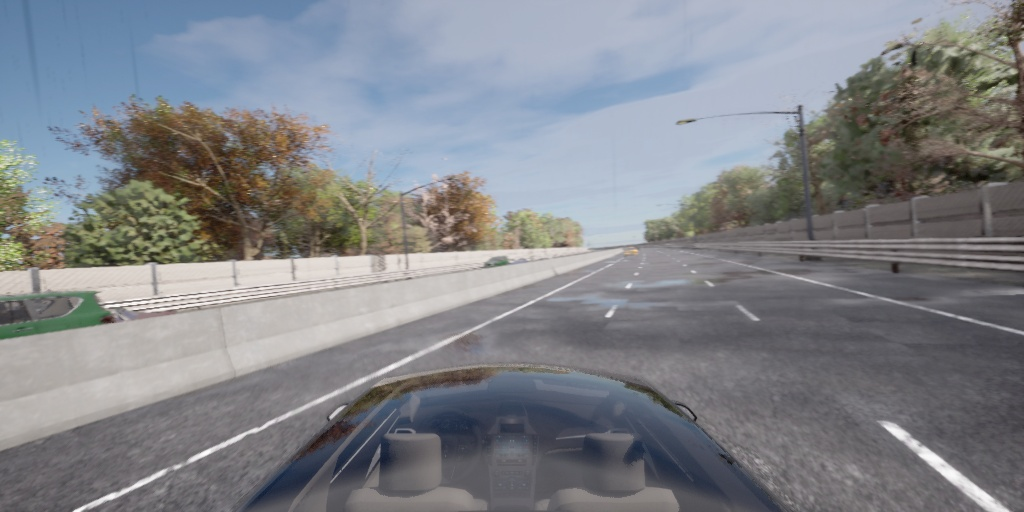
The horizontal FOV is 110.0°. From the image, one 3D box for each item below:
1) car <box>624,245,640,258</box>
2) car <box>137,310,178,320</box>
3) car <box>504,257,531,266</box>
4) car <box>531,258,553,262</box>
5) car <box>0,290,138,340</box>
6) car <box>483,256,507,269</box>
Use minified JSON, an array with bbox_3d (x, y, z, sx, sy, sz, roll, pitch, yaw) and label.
[{"bbox_3d":[17.462,-0.637,52.641,1.801,1.575,5.366,-5,0,21],"label":"car"},{"bbox_3d":[-13.984,2.438,11.306,2.033,1.411,5.357,-5,0,23],"label":"car"},{"bbox_3d":[1.232,1.123,49.357,2.033,1.411,5.357,-5,0,22],"label":"car"},{"bbox_3d":[4.542,0.906,48.203,1.895,1.301,4.718,-5,0,22],"label":"car"},{"bbox_3d":[-11.927,1.947,7.214,2.150,2.045,5.566,-5,0,23],"label":"car"},{"bbox_3d":[-2.088,1.061,50.487,2.150,2.045,5.566,-5,0,22],"label":"car"}]
